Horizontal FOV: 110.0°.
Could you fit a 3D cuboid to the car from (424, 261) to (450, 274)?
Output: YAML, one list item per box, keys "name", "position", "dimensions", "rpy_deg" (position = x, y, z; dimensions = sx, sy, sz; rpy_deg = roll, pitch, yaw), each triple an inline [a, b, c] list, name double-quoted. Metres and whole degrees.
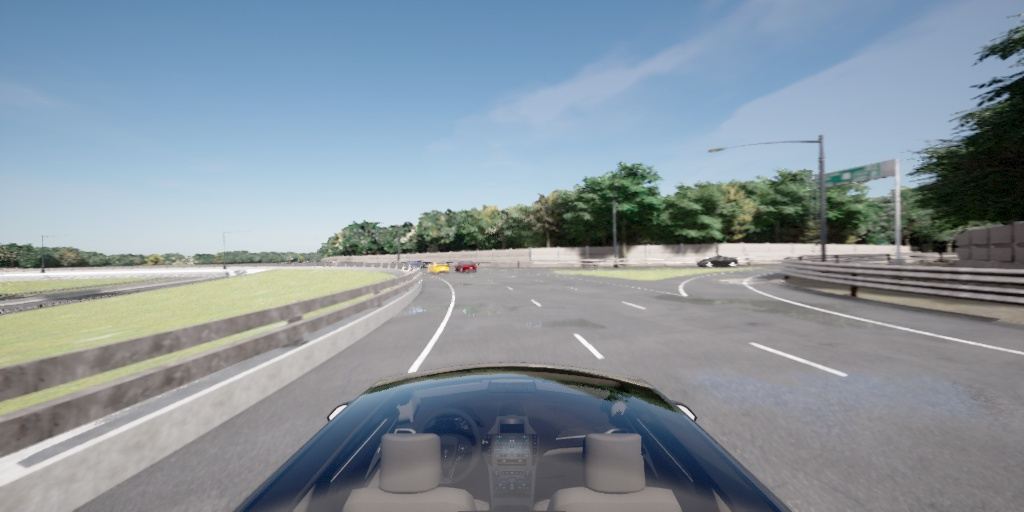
- name: "car"
  position: [-9.253, 1.433, 44.995]
  dimensions: [1.882, 1.535, 5.008]
  rpy_deg: [-1, 0, -24]

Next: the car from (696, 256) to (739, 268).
- name: "car"
  position: [25.992, 0.735, 45.433]
  dimensions: [4.892, 1.490, 1.837]
  rpy_deg: [-1, 0, 0]

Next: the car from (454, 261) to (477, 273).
- name: "car"
  position: [-6.090, 1.367, 46.459]
  dimensions: [1.882, 1.535, 5.008]
  rpy_deg: [-1, 0, -25]

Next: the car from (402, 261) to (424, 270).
- name: "car"
  position: [-16.216, 1.581, 57.666]
  dimensions: [1.882, 1.535, 5.008]
  rpy_deg: [-1, 0, -32]
